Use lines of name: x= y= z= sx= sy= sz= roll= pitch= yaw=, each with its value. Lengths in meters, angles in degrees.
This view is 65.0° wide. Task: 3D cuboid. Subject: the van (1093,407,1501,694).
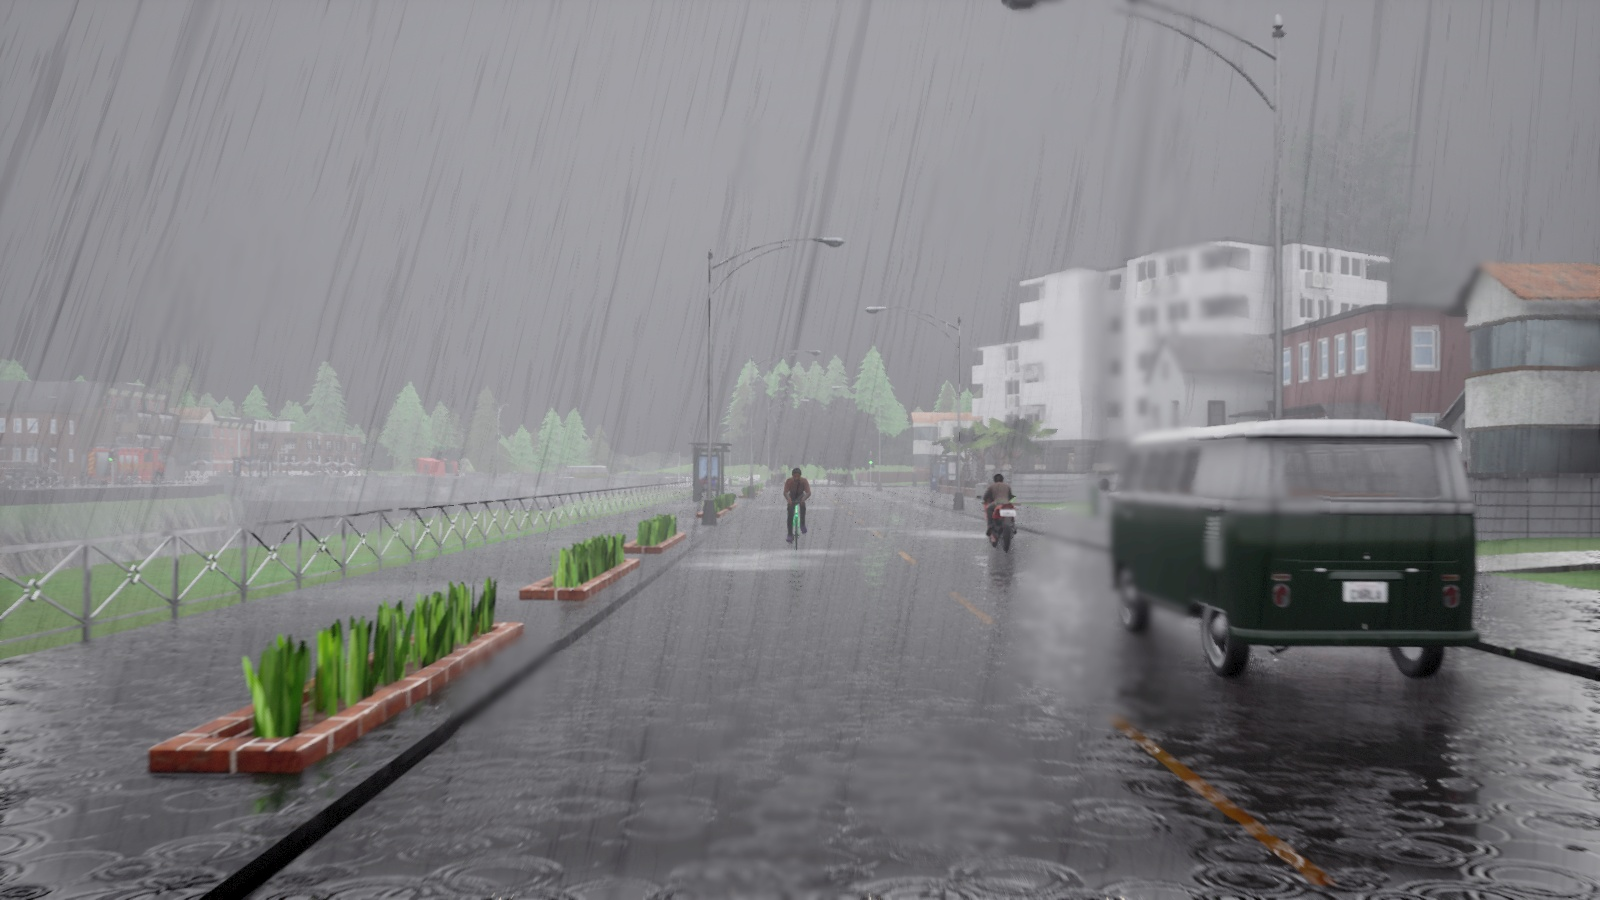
van: x=3.974 y=0.735 z=10.961 sx=1.775 sy=1.987 sz=4.442 roll=0 pitch=-1 yaw=0

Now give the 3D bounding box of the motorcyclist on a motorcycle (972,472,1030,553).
motorcyclist on a motorcycle: x=3.942 y=1.196 z=24.810 sx=0.797 sy=1.523 sz=2.044 roll=0 pitch=-1 yaw=0

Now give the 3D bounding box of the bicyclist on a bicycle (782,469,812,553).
bicyclist on a bicycle: x=-0.059 y=1.186 z=24.994 sx=0.582 sy=1.620 sz=1.656 roll=0 pitch=-1 yaw=0
